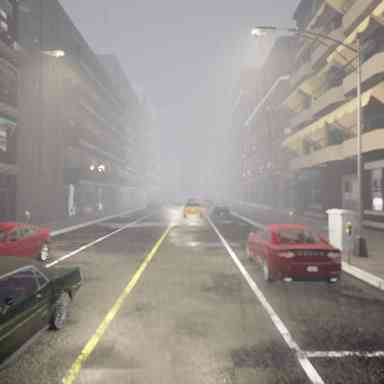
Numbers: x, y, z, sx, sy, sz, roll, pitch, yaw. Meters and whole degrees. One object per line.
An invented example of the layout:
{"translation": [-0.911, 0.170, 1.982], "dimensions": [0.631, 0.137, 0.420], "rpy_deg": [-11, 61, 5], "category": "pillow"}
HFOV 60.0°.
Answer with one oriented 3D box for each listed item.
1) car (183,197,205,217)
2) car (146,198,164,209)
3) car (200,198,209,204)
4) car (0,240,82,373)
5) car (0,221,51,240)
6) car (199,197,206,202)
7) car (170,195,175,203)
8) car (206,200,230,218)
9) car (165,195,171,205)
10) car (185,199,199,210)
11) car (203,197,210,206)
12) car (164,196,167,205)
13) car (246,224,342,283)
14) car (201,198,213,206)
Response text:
{"translation": [0.094, 1.624, 32.989], "dimensions": [1.801, 1.575, 5.366], "rpy_deg": [0, 0, 0], "category": "car"}
{"translation": [-5.689, 1.797, 49.115], "dimensions": [2.008, 1.369, 4.403], "rpy_deg": [0, 0, 0], "category": "car"}
{"translation": [2.692, 1.939, 71.656], "dimensions": [1.802, 1.307, 4.206], "rpy_deg": [0, 0, 0], "category": "car"}
{"translation": [-3.055, 1.623, 4.161], "dimensions": [1.895, 1.301, 4.718], "rpy_deg": [0, 0, 1], "category": "car"}
{"translation": [-5.688, 1.594, 9.663], "dimensions": [1.887, 1.381, 4.507], "rpy_deg": [0, 0, 0], "category": "car"}
{"translation": [2.692, 2.022, 88.565], "dimensions": [1.802, 1.307, 4.206], "rpy_deg": [0, 0, 0], "category": "car"}
{"translation": [-5.688, 1.700, 77.298], "dimensions": [2.192, 1.841, 5.009], "rpy_deg": [0, 0, 0], "category": "car"}
{"translation": [2.692, 1.714, 32.203], "dimensions": [2.008, 1.369, 4.403], "rpy_deg": [0, 0, 0], "category": "car"}
{"translation": [-5.689, 1.874, 66.024], "dimensions": [1.887, 1.381, 4.507], "rpy_deg": [0, 0, 0], "category": "car"}
{"translation": [0.009, 1.751, 48.831], "dimensions": [1.837, 1.490, 4.892], "rpy_deg": [0, 0, 0], "category": "car"}
{"translation": [2.693, 1.800, 54.918], "dimensions": [1.752, 1.417, 4.829], "rpy_deg": [0, 0, 0], "category": "car"}
{"translation": [-5.689, 1.825, 54.752], "dimensions": [2.008, 1.369, 4.403], "rpy_deg": [0, 0, 0], "category": "car"}
{"translation": [2.692, 1.594, 9.659], "dimensions": [1.887, 1.381, 4.507], "rpy_deg": [0, 0, 0], "category": "car"}
{"translation": [2.692, 1.867, 60.384], "dimensions": [1.947, 1.339, 4.313], "rpy_deg": [0, 0, 0], "category": "car"}
